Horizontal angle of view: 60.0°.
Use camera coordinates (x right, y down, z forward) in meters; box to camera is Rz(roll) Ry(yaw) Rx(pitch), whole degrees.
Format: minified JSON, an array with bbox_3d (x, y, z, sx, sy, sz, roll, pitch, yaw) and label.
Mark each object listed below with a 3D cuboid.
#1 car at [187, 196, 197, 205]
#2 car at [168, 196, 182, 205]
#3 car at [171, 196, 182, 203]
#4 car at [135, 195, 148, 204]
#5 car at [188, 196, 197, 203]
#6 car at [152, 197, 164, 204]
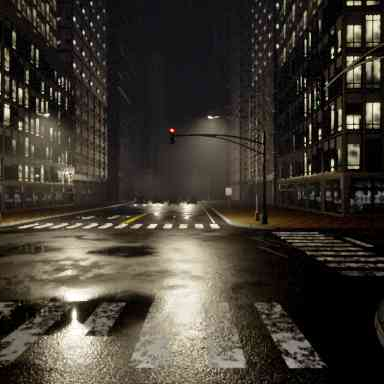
[{"bbox_3d":[0.024,1.648,60.100,2.033,1.411,5.357,0,0,0],"label":"car"},{"bbox_3d":[-3.226,1.647,59.684,2.033,1.411,5.357,0,0,0],"label":"car"},{"bbox_3d":[-3.222,1.522,70.103,1.994,1.385,4.181,0,0,0],"label":"car"},{"bbox_3d":[-9.724,1.468,64.302,2.097,1.767,4.553,0,0,0],"label":"car"},{"bbox_3d":[0.029,1.583,70.548,1.895,1.301,4.718,0,0,0],"label":"car"},{"bbox_3d":[-6.474,1.680,64.271,1.994,1.385,4.181,0,0,0],"label":"car"}]
